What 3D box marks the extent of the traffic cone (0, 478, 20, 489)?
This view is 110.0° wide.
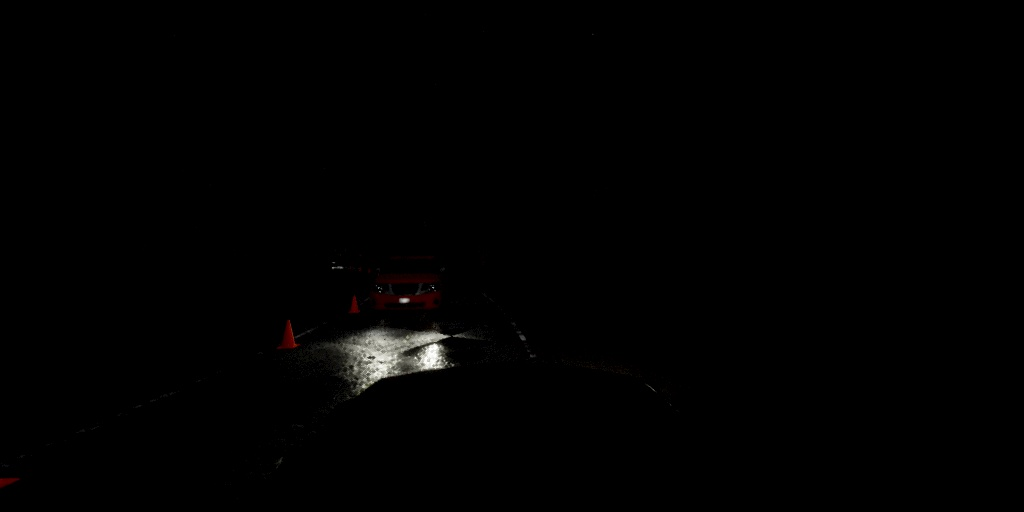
[{"bbox_3d":[-4.538,1.704,3.019,0.340,0.580,0.340,0,0,-2],"label":"traffic cone"}]

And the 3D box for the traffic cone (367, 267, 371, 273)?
[{"bbox_3d":[-15.793,1.554,39.650,0.340,0.580,0.340,0,0,-32],"label":"traffic cone"}]

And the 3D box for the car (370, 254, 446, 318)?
[{"bbox_3d":[-3.676,0.960,13.370,2.150,2.045,5.566,0,0,-10],"label":"car"}]

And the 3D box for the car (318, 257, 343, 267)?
[{"bbox_3d":[-29.262,0.976,57.743,4.892,1.490,1.837,0,-1,34],"label":"car"}]

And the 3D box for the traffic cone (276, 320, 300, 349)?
[{"bbox_3d":[-4.896,1.698,7.848,0.340,0.580,0.340,0,0,-6],"label":"traffic cone"}]

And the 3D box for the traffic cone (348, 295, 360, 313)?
[{"bbox_3d":[-5.564,1.689,12.644,0.340,0.580,0.340,0,0,-10],"label":"traffic cone"}]

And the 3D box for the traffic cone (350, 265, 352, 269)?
[{"bbox_3d":[-21.399,1.492,47.540,0.340,0.580,0.340,0,0,-39],"label":"traffic cone"}]

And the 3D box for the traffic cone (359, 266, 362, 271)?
[{"bbox_3d":[-18.470,1.523,43.685,0.340,0.580,0.340,0,0,-35],"label":"traffic cone"}]
